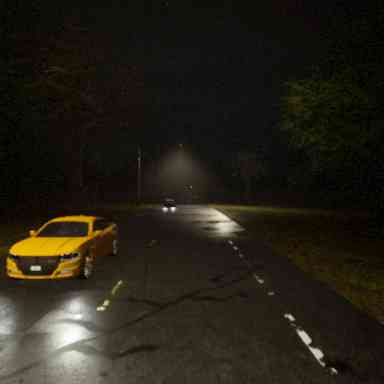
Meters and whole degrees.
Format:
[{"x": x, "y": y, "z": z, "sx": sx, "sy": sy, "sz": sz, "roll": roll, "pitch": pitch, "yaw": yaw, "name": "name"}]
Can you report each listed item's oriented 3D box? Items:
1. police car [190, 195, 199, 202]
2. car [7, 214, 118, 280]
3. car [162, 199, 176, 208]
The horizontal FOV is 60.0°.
[{"x": 1.006, "y": 1.925, "z": 88.979, "sx": 1.930, "sy": 1.638, "sz": 5.238, "roll": 0, "pitch": 0, "yaw": 0, "name": "police car"}, {"x": -3.606, "y": 1.488, "z": 10.169, "sx": 1.882, "sy": 1.535, "sz": 5.008, "roll": 0, "pitch": 0, "yaw": 0, "name": "car"}, {"x": -3.592, "y": 1.800, "z": 53.336, "sx": 1.994, "sy": 1.385, "sz": 4.181, "roll": 0, "pitch": 0, "yaw": 0, "name": "car"}]
